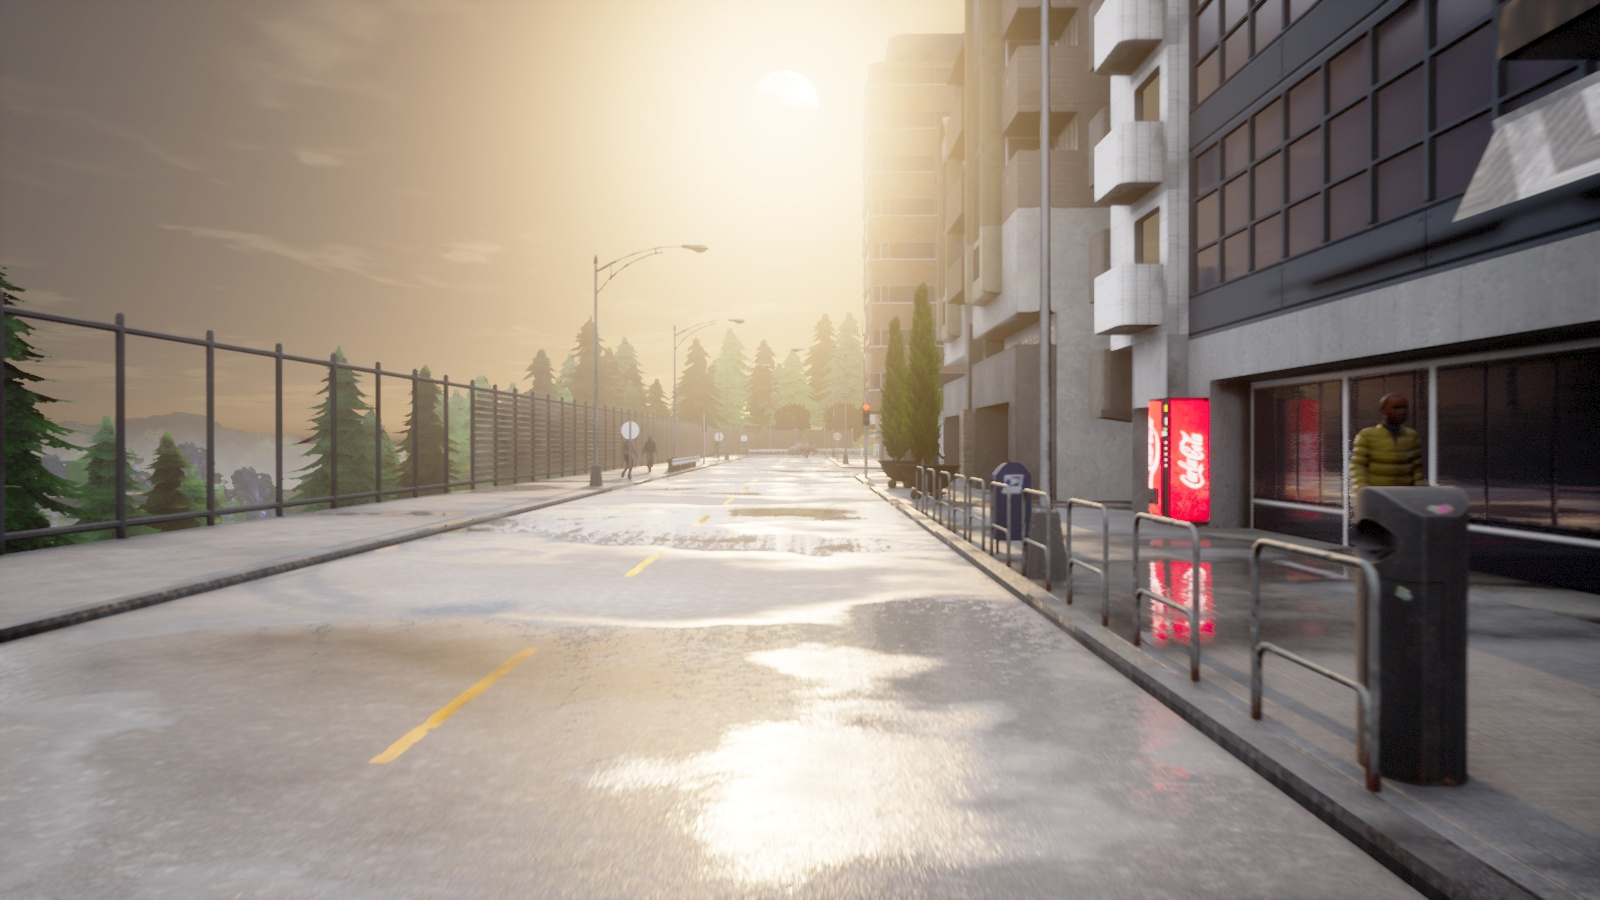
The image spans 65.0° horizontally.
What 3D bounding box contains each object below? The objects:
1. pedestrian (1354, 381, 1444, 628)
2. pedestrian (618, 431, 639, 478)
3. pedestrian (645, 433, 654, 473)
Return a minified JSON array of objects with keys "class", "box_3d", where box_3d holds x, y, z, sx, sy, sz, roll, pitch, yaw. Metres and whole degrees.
[{"class":"pedestrian","box_3d":[4.624,0.405,9.720,0.370,1.835,0.726,0,0,3]},{"class":"pedestrian","box_3d":[-6.663,0.175,48.933,0.328,1.805,0.869,0,0,33]},{"class":"pedestrian","box_3d":[-6.936,0.125,57.801,0.402,1.842,0.726,0,0,-9]}]
